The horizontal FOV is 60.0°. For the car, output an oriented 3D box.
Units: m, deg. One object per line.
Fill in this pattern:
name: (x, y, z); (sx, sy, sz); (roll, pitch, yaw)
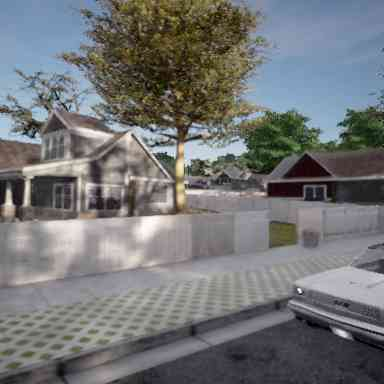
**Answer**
car: (3.828, 1.609, 5.796); (4.718, 1.301, 1.895); (0, 0, -35)
